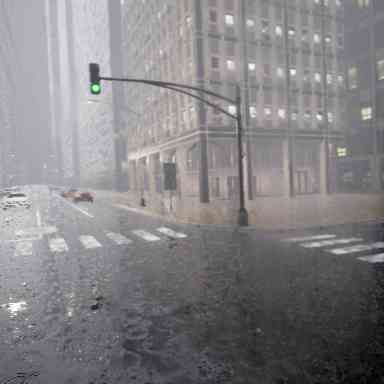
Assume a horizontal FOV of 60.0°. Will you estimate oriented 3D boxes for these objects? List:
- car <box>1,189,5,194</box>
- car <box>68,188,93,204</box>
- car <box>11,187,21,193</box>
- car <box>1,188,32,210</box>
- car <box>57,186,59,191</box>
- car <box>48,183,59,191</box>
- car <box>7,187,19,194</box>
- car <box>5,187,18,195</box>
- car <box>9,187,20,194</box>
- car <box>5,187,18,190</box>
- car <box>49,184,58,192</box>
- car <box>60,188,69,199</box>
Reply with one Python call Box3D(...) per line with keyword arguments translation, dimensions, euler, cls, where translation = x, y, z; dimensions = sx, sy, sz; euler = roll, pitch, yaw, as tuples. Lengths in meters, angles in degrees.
Box3D(translation=(-18.584, 0.607, 29.908), dimensions=(2.192, 1.841, 5.009), euler=(-2, 2, -25), cls="car")
Box3D(translation=(-11.039, 0.460, 33.549), dimensions=(1.802, 1.307, 4.206), euler=(-2, 2, -25), cls="car")
Box3D(translation=(-42.453, -0.568, 80.279), dimensions=(1.887, 1.381, 4.507), euler=(-2, 2, -25), cls="car")
Box3D(translation=(-15.409, 0.732, 29.463), dimensions=(1.812, 1.442, 4.674), euler=(-3, 3, -25), cls="car")
Box3D(translation=(-18.204, 0.022, 48.664), dimensions=(1.947, 1.339, 4.313), euler=(-2, 2, -25), cls="car")
Box3D(translation=(-34.925, -1.212, 83.922), dimensions=(2.192, 1.841, 5.009), euler=(-2, 2, -25), cls="car")
Box3D(translation=(-37.678, -0.281, 70.206), dimensions=(2.008, 1.369, 4.403), euler=(-2, 2, -25), cls="car")
Box3D(translation=(-35.291, -0.147, 65.170), dimensions=(1.887, 1.381, 4.507), euler=(-2, 2, -25), cls="car")
Box3D(translation=(-40.066, -0.406, 75.243), dimensions=(1.947, 1.339, 4.313), euler=(-2, 2, -25), cls="car")
Box3D(translation=(-30.517, 0.134, 55.097), dimensions=(1.887, 1.381, 4.507), euler=(-2, 2, -25), cls="car")
Box3D(translation=(-32.533, -0.842, 78.892), dimensions=(1.887, 1.381, 4.507), euler=(-2, 2, -25), cls="car")
Box3D(translation=(-15.889, 0.118, 43.778), dimensions=(1.752, 1.417, 4.829), euler=(-2, 2, -25), cls="car")
